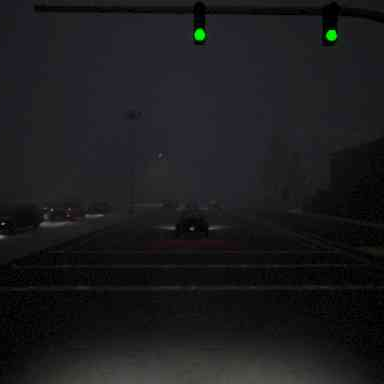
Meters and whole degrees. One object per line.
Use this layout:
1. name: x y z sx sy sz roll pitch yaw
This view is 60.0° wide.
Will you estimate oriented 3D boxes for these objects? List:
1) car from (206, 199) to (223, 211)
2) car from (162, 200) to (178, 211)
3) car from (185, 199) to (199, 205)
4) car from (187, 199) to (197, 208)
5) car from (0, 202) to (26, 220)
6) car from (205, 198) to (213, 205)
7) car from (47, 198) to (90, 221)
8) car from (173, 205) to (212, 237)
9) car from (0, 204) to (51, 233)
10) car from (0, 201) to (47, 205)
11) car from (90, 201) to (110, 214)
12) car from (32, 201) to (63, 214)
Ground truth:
1. car: 3.506 2.101 50.351 1.895 1.301 4.718 0 -1 0
2. car: -3.494 2.026 50.322 1.812 1.442 4.674 0 -1 0
3. car: 0.006 2.001 49.905 1.837 1.490 4.892 0 -1 0
4. car: 0.007 2.104 60.325 1.837 1.490 4.892 0 -1 0
5. car: -18.496 1.831 32.725 1.837 1.490 4.892 0 -1 0
6. car: 3.507 1.951 60.297 2.097 1.767 4.553 0 -1 0
7. car: -11.501 1.660 30.919 2.097 1.767 4.553 0 -1 0
8. car: 0.002 1.718 19.297 1.812 1.442 4.674 0 -1 0
9. car: -11.572 1.765 21.800 2.033 1.411 5.357 0 -1 0
10. car: -15.012 1.796 29.287 1.837 1.490 4.892 0 -1 0
11. car: -11.495 1.914 41.091 1.837 1.490 4.892 0 -1 0
12. car: -18.495 1.931 42.903 1.837 1.490 4.892 0 -1 0
